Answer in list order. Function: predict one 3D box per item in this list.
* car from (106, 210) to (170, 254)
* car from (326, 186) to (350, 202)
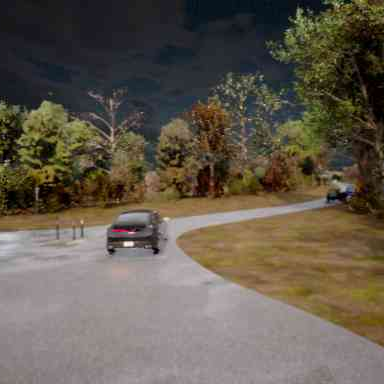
[{"bbox_3d":[-2.049,1.472,13.423,1.837,1.490,4.892,-2,0,1],"label":"car"},{"bbox_3d":[22.921,0.501,52.832,2.150,2.045,5.566,-2,1,35],"label":"car"}]
